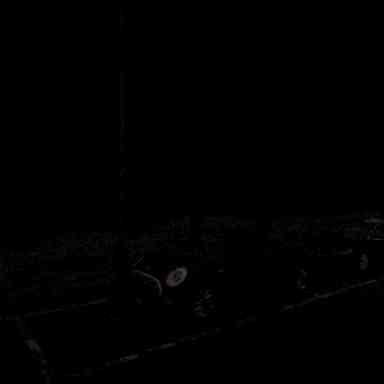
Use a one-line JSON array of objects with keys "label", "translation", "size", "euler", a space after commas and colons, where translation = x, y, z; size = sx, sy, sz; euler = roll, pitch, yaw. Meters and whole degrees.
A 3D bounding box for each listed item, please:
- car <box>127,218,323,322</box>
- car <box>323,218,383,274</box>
[{"label": "car", "translation": [0.679, 1.430, 7.135], "size": [4.097, 1.590, 1.967], "euler": [0, 0, -36]}, {"label": "car", "translation": [5.243, 1.529, 10.396], "size": [4.403, 1.369, 2.008], "euler": [0, 0, -36]}]
